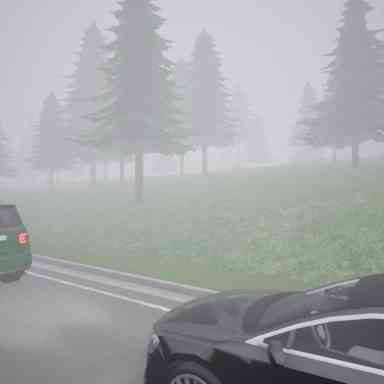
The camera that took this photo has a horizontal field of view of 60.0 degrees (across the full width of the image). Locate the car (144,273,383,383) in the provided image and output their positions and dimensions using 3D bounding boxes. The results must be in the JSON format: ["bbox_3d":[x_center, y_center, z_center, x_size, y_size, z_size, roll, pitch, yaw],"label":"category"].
[{"bbox_3d":[1.739,1.492,2.752,4.902,1.511,2.128,0,0,36],"label":"car"}]

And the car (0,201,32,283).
[{"bbox_3d":[-6.324,1.221,8.468,5.566,2.045,2.150,0,0,36],"label":"car"}]
